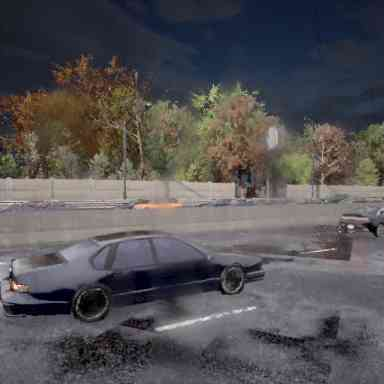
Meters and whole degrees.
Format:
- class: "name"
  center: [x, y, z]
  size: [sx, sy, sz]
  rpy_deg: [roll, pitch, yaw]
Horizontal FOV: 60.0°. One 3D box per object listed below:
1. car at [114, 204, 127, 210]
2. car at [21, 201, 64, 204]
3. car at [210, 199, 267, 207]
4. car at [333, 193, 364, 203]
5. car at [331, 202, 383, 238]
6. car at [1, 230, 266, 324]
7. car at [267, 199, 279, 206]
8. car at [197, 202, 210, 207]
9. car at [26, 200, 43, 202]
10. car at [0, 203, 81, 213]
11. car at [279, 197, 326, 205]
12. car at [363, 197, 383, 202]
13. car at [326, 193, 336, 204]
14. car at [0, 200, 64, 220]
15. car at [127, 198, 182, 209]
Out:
- class: "car"
  center: [-5.301, 1.505, 33.188]
  size: [4.892, 1.490, 1.837]
  rpy_deg: [0, 0, -30]
- class: "car"
  center: [-11.209, 1.548, 21.601]
  size: [5.357, 1.411, 2.033]
  rpy_deg: [0, 0, -30]
- class: "car"
  center: [4.991, 1.548, 35.177]
  size: [5.357, 1.411, 2.033]
  rpy_deg: [0, 0, -31]
- class: "car"
  center: [21.899, 1.358, 45.103]
  size: [4.553, 1.767, 2.097]
  rpy_deg: [0, 0, -30]
- class: "car"
  center: [9.860, 1.490, 17.509]
  size: [4.902, 1.511, 2.128]
  rpy_deg: [0, 0, -30]
- class: "car"
  center: [-0.984, 1.547, 7.083]
  size: [5.357, 1.411, 2.033]
  rpy_deg: [0, 0, -30]
- class: "car"
  center: [12.001, 1.549, 43.350]
  size: [5.357, 1.411, 2.033]
  rpy_deg: [0, 0, -30]
- class: "car"
  center: [3.128, 1.548, 38.148]
  size: [5.357, 1.411, 2.033]
  rpy_deg: [0, 0, -30]
- class: "car"
  center: [-11.169, 1.492, 25.687]
  size: [4.902, 1.511, 2.128]
  rpy_deg: [0, 0, -30]
- class: "car"
  center: [-8.800, 1.564, 18.963]
  size: [4.181, 1.385, 1.994]
  rpy_deg: [0, 0, -30]
- class: "car"
  center: [13.388, 1.493, 40.107]
  size: [4.902, 1.511, 2.128]
  rpy_deg: [0, 0, -30]
- class: "car"
  center: [24.444, 1.570, 42.537]
  size: [4.181, 1.385, 1.994]
  rpy_deg: [0, 0, -30]
- class: "car"
  center: [20.919, 1.228, 48.582]
  size: [5.566, 2.045, 2.150]
  rpy_deg: [0, 0, -30]
- class: "car"
  center: [-13.666, 1.478, 28.282]
  size: [5.008, 1.535, 1.882]
  rpy_deg: [0, 0, -30]
- class: "car"
  center: [-3.192, 1.352, 30.371]
  size: [4.553, 1.767, 2.097]
  rpy_deg: [0, 0, -30]
